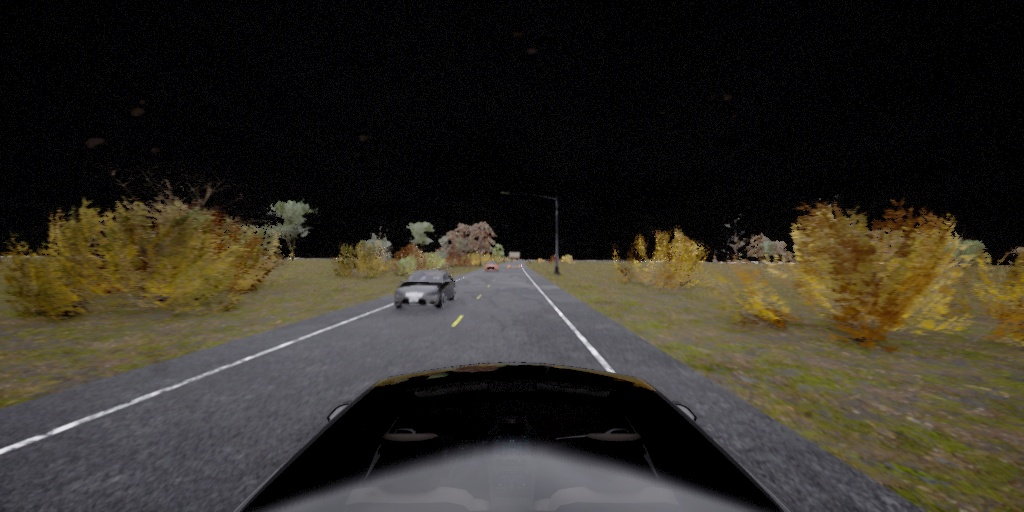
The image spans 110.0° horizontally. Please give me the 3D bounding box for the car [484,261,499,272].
[{"bbox_3d":[-3.243,1.585,57.474,2.097,1.767,4.553,0,-1,1],"label":"car"}]

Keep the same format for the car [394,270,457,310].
[{"bbox_3d":[-3.580,1.358,15.541,2.128,1.511,4.902,0,0,0],"label":"car"}]
